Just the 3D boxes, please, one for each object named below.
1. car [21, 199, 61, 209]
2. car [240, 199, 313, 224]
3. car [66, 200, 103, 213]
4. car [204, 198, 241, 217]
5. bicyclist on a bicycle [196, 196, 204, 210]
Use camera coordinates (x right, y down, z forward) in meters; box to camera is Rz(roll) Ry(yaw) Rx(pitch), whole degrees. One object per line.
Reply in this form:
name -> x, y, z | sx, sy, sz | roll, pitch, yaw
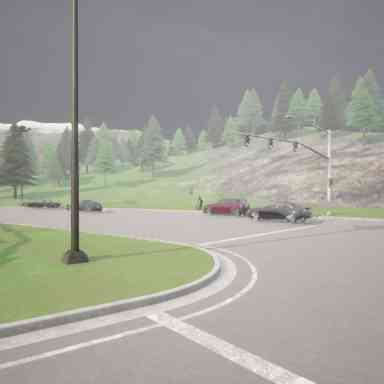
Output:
car -> -19.812, 1.601, 43.597 | 4.718, 1.301, 1.895 | 0, 0, 14
car -> 6.460, 1.491, 24.843 | 4.902, 1.511, 2.128 | 0, 0, 42
car -> -12.076, 1.564, 37.210 | 4.181, 1.385, 1.994 | 0, 0, 25
car -> 3.310, 1.352, 31.595 | 4.553, 1.767, 2.097 | 0, 0, 38
bicyclist on a bicycle -> 0.929, 1.302, 38.432 | 0.582, 1.620, 1.656 | 0, 0, 34
